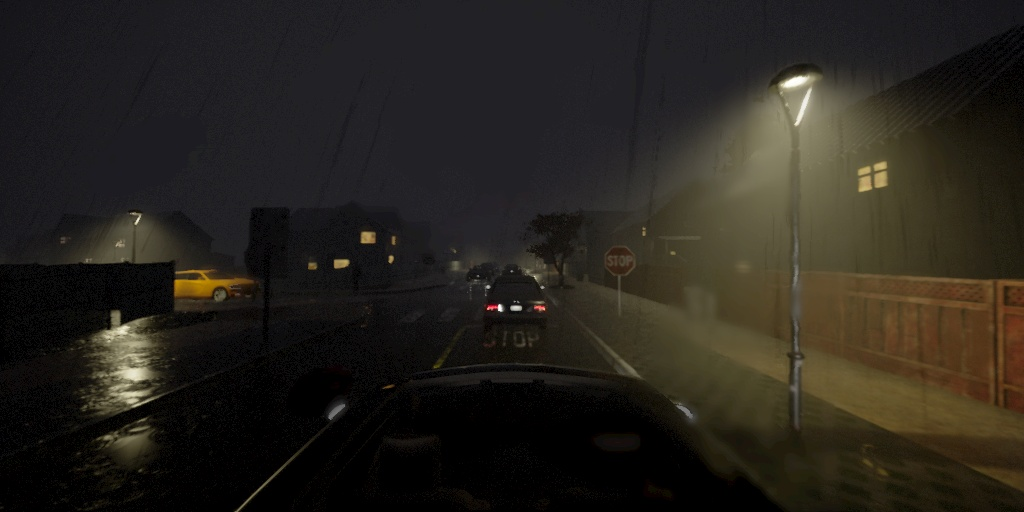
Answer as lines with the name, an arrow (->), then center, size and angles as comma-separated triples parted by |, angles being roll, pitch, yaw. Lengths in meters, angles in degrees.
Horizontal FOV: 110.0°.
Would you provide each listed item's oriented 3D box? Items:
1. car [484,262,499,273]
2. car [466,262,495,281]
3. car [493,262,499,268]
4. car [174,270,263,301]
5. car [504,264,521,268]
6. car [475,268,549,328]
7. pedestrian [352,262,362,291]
car -> -2.844, 1.595, 51.720 | 1.882, 1.535, 5.008 | 0, -1, 0
car -> -2.856, 1.512, 31.892 | 1.994, 1.385, 4.181 | 0, 0, -1
car -> -2.846, 1.530, 41.585 | 1.837, 1.490, 4.892 | 0, 0, 0
car -> -14.881, 1.443, 17.539 | 5.008, 1.535, 1.882 | -1, -3, 6
car -> 0.025, 1.569, 39.281 | 1.994, 1.385, 4.181 | 0, 0, 1
car -> 0.110, 1.324, 11.609 | 2.033, 1.411, 5.357 | 1, 1, 0
pedestrian -> -9.912, 1.306, 22.803 | 0.375, 1.860, 0.375 | 0, -2, 5
